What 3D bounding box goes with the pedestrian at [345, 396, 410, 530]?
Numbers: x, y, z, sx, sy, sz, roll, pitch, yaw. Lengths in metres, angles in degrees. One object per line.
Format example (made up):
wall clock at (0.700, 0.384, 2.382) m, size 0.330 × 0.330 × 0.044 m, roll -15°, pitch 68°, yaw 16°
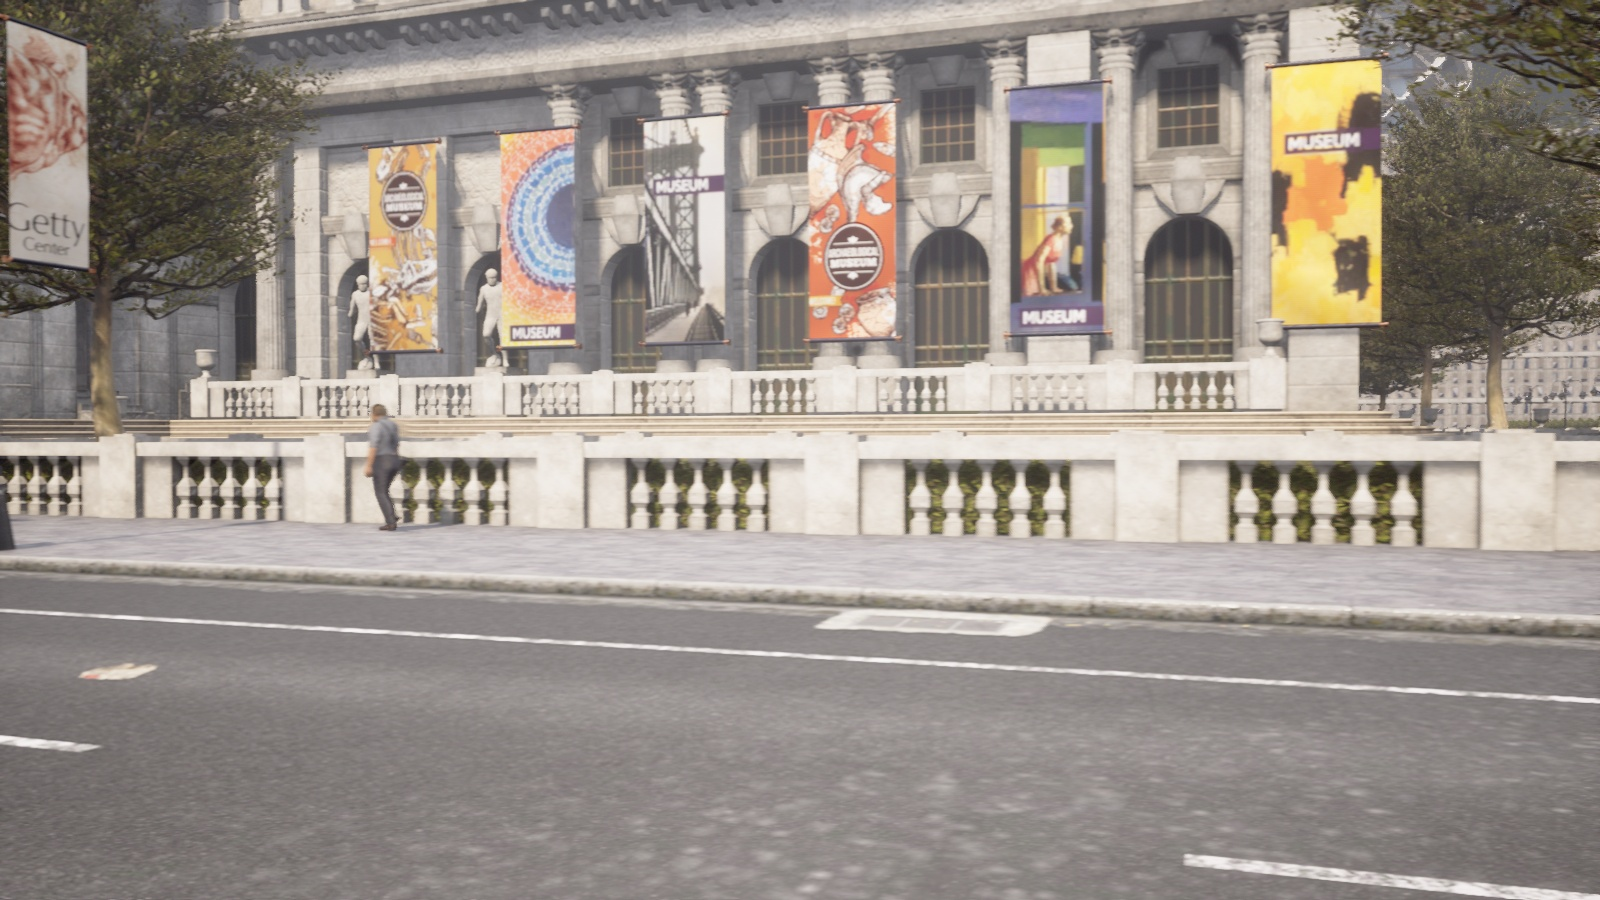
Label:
pedestrian at (-5.979, 0.176, 17.771) m, size 0.694 × 1.848 × 0.540 m, roll 1°, pitch 1°, yaw 25°
